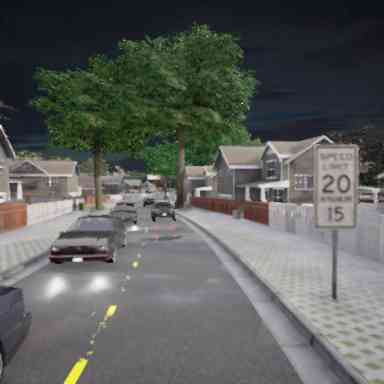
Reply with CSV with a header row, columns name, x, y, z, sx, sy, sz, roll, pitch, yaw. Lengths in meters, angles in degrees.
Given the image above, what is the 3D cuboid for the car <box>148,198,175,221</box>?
name,x,y,z,sx,sy,sz,roll,pitch,yaw
car,-2.444,1.521,27.351,1.812,1.442,4.674,0,0,-9

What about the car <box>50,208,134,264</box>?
name,x,y,z,sx,sy,sz,roll,pitch,yaw
car,-3.490,1.557,12.173,2.033,1.411,5.357,0,0,-5

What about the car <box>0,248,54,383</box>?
name,x,y,z,sx,sy,sz,roll,pitch,yaw
car,-2.927,1.554,2.070,2.033,1.411,5.357,0,0,-2

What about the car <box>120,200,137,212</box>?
name,x,y,z,sx,sy,sz,roll,pitch,yaw
car,-7.717,1.656,40.360,1.895,1.301,4.718,0,0,-10

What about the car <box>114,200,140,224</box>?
name,x,y,z,sx,sy,sz,roll,pitch,yaw
car,-4.990,1.516,24.809,1.837,1.490,4.892,0,0,-9

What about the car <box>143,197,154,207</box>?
name,x,y,z,sx,sy,sz,roll,pitch,yaw
car,-6.470,1.502,50.509,1.837,1.490,4.892,0,-1,-8
